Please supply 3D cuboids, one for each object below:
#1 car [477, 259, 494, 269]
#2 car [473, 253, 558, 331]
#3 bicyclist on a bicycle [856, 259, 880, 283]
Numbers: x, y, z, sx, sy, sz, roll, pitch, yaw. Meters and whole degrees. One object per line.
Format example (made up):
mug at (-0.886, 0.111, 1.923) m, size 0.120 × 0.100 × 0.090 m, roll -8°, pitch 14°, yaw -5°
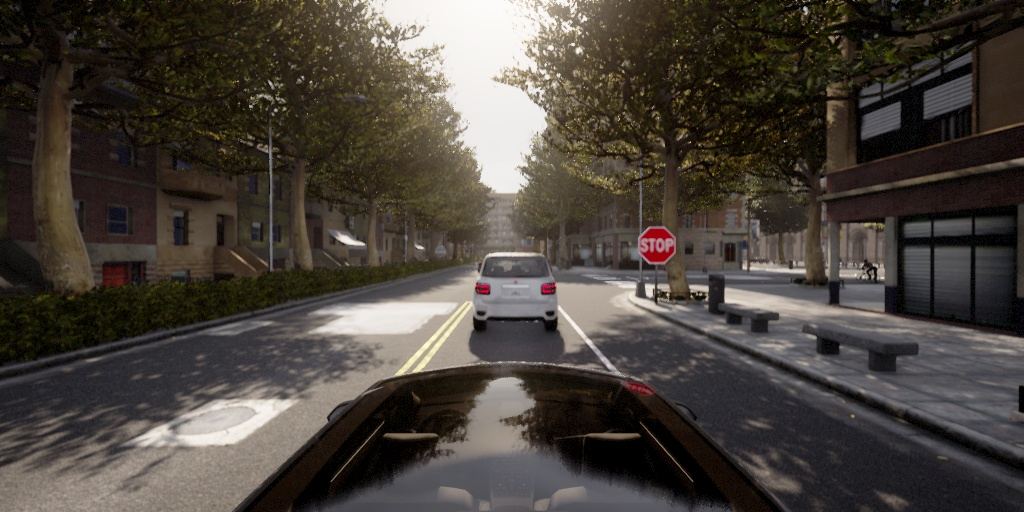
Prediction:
car at (-3.569, 1.082, 48.908) m, size 1.895 × 1.301 × 4.718 m, roll 0°, pitch 0°, yaw 0°
car at (0.089, 0.919, 10.941) m, size 2.150 × 2.045 × 5.566 m, roll 0°, pitch 0°, yaw 0°
bicyclist on a bicycle at (24.773, 1.071, 24.957) m, size 0.582 × 1.620 × 1.656 m, roll 0°, pitch 0°, yaw -1°
